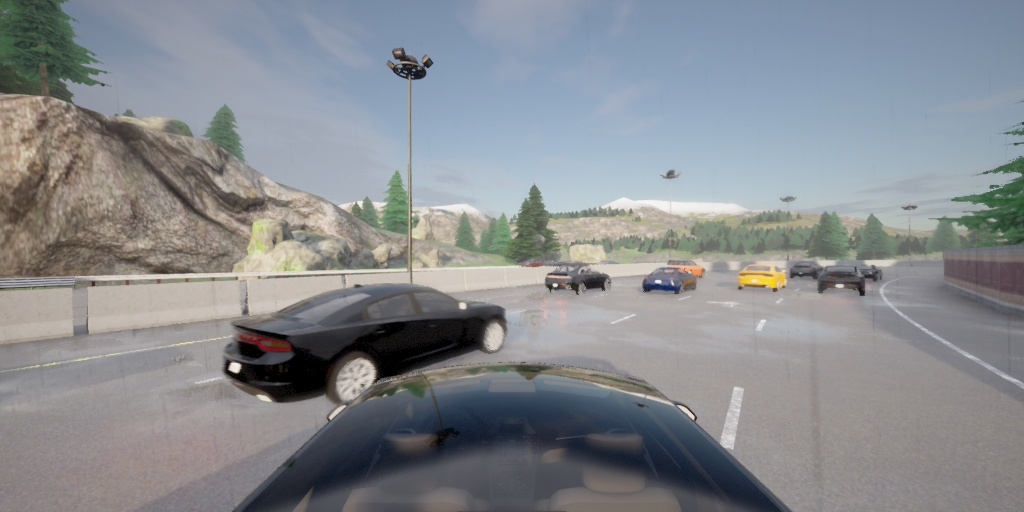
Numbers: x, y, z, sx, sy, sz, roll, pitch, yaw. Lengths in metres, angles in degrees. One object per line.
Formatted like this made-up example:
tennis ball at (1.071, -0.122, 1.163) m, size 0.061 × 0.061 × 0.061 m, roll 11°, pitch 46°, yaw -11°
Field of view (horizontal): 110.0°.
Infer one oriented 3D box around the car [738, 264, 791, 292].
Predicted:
car at (15.239, 1.228, 21.758) m, size 1.882 × 1.535 × 5.008 m, roll 0°, pitch 0°, yaw 44°

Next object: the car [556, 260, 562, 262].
car at (7.763, 1.315, 43.846) m, size 4.181 × 1.385 × 1.994 m, roll 0°, pitch 0°, yaw -41°

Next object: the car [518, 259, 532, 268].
car at (2.976, 1.100, 48.950) m, size 4.553 × 1.767 × 2.097 m, roll 0°, pitch 0°, yaw -41°

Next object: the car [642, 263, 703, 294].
car at (8.994, 1.314, 20.238) m, size 1.994 × 1.385 × 4.181 m, roll 0°, pitch 0°, yaw 42°

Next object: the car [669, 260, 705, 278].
car at (15.126, 1.103, 31.363) m, size 4.553 × 1.767 × 2.097 m, roll 0°, pitch 0°, yaw -43°

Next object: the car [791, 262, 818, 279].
car at (26.222, 1.242, 31.735) m, size 4.902 × 1.511 × 2.128 m, roll 0°, pitch 0°, yaw -39°

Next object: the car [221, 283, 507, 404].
car at (-2.025, 1.228, 6.468) m, size 1.882 × 1.535 × 5.008 m, roll 0°, pitch 0°, yaw 35°

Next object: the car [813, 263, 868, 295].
car at (18.261, 1.255, 19.835) m, size 1.837 × 1.490 × 4.892 m, roll 0°, pitch 0°, yaw 45°

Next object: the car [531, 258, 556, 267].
car at (5.338, 1.243, 46.372) m, size 4.902 × 1.511 × 2.128 m, roll 0°, pitch 0°, yaw -41°

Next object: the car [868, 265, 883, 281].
car at (28.912, 1.351, 29.437) m, size 4.718 × 1.301 × 1.895 m, roll 0°, pitch 0°, yaw -39°

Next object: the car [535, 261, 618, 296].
car at (3.688, 1.241, 19.524) m, size 2.128 × 1.511 × 4.902 m, roll 0°, pitch 0°, yaw 40°
